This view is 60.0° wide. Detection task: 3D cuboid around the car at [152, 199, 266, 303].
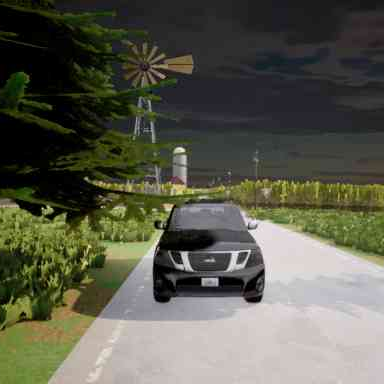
[{"bbox_3d":[0.331,1.221,8.579,2.150,2.045,5.566,0,0,0],"label":"car"}]
